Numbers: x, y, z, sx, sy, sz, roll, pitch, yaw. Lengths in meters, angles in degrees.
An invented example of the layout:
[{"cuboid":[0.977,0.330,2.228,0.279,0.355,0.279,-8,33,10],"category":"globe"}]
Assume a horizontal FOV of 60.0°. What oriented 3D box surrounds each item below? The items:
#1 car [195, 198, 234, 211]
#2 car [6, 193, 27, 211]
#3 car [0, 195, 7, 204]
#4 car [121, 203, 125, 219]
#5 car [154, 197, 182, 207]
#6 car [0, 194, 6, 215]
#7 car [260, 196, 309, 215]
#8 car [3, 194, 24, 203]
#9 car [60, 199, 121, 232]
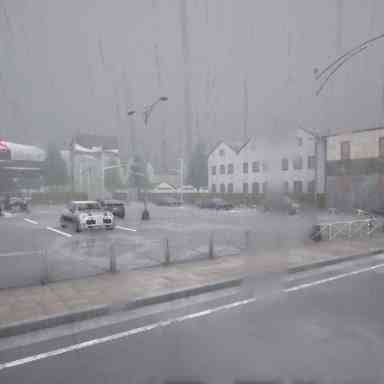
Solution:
[{"cuboid":[2.539,1.371,38.947,2.033,1.411,5.357,0,0,-35],"category":"car"},{"cuboid":[-20.120,1.092,37.950,1.905,1.878,3.866,0,0,-36],"category":"car"},{"cuboid":[-39.486,1.495,65.901,4.611,1.667,2.242,0,0,-36],"category":"car"},{"cuboid":[-6.733,1.313,25.548,2.007,1.523,4.514,0,0,-36],"category":"car"},{"cuboid":[-3.562,1.371,47.580,2.033,1.411,5.357,0,0,-35],"category":"car"},{"cuboid":[-18.207,1.113,29.640,1.932,1.855,4.605,0,0,-36],"category":"car"},{"cuboid":[8.475,1.176,30.615,2.097,1.767,4.553,0,0,-35],"category":"car"},{"cuboid":[-39.260,1.328,73.030,3.866,1.878,1.905,0,0,-36],"category":"car"},{"cuboid":[-5.603,1.248,17.685,1.970,1.475,3.806,0,0,-36],"category":"car"}]
